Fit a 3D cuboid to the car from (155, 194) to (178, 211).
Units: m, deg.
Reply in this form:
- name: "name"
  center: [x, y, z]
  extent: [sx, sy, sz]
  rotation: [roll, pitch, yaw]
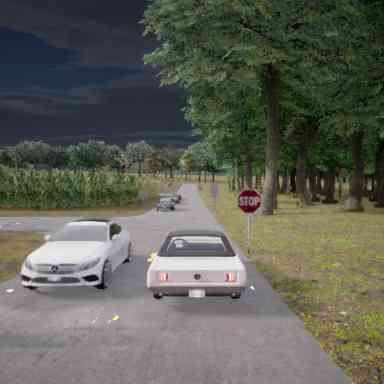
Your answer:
- name: "car"
  center: [-2.859, 1.302, 36.971]
  extent: [1.812, 1.442, 4.674]
  rotation: [0, 1, 0]

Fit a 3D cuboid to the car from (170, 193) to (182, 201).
- name: "car"
  center: [-2.838, 0.869, 60.495]
  extent: [1.895, 1.301, 4.718]
  rotation: [0, 1, 0]

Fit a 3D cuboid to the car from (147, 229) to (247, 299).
- name: "car"
  center: [0.098, 1.590, 8.380]
  extent: [1.895, 1.301, 4.718]
  rotation: [0, 0, 0]

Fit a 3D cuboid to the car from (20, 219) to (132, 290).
- name: "car"
  center: [-2.853, 1.513, 9.212]
  extent: [1.812, 1.442, 4.674]
  rotation: [0, 0, 0]

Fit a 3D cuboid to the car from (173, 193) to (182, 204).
- name: "car"
  center: [-2.850, 1.107, 49.113]
  extent: [1.994, 1.385, 4.181]
  rotation: [0, 1, 0]
